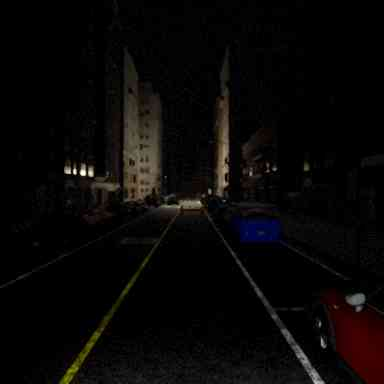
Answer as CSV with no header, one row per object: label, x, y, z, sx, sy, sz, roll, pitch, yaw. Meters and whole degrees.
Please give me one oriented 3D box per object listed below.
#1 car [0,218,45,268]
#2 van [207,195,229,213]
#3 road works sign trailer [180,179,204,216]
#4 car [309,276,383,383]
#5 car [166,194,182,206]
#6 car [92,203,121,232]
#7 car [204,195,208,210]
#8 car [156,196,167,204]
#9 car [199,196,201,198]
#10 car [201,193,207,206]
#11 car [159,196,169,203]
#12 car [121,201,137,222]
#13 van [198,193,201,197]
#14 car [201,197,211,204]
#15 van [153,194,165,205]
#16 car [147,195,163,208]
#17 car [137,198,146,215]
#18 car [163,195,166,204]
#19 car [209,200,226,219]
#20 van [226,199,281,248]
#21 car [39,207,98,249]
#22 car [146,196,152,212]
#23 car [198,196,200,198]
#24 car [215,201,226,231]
car,-5.862,1.585,8.949,1.802,1.307,4.206,0,0,0
van,2.654,1.346,31.634,1.690,1.788,3.998,0,0,0
road works sign trailer,-0.014,0.469,32.944,2.380,3.560,2.880,0,0,0
car,2.666,1.442,3.288,1.967,1.590,4.097,0,0,0
car,-3.080,1.528,54.729,1.812,1.442,4.674,0,0,0
car,-5.867,1.530,20.115,1.752,1.417,4.829,0,0,0
car,2.652,1.445,37.304,1.967,1.590,4.097,0,0,0
car,-5.884,1.523,65.462,1.752,1.417,4.829,0,0,0
car,2.645,1.568,54.312,1.947,1.339,4.313,0,0,0
car,2.650,1.319,42.973,2.192,1.841,5.009,0,0,0
car,-5.887,1.518,71.131,1.752,1.417,4.829,0,0,0
car,-5.869,1.571,25.954,1.947,1.339,4.313,0,0,0
van,2.639,1.334,71.320,1.690,1.788,3.998,0,0,0
car,2.641,1.580,65.650,1.802,1.307,4.206,0,0,0
van,-5.883,1.342,59.963,1.690,1.788,3.998,0,0,0
car,-5.878,1.318,48.627,2.192,1.841,5.009,0,0,0
car,-5.871,1.550,31.621,1.887,1.381,4.507,0,0,0
car,-5.880,1.553,54.295,2.008,1.369,4.403,0,0,0
car,2.657,1.556,25.965,2.008,1.369,4.403,0,0,0
van,2.661,1.345,14.626,1.690,1.788,3.998,0,0,0
car,-5.865,1.570,14.617,1.947,1.339,4.313,0,0,0
car,-5.873,1.530,37.120,1.752,1.417,4.829,0,0,0
car,2.643,1.553,59.980,2.008,1.369,4.403,0,0,0
car,2.659,1.531,20.465,1.752,1.417,4.829,0,0,0
